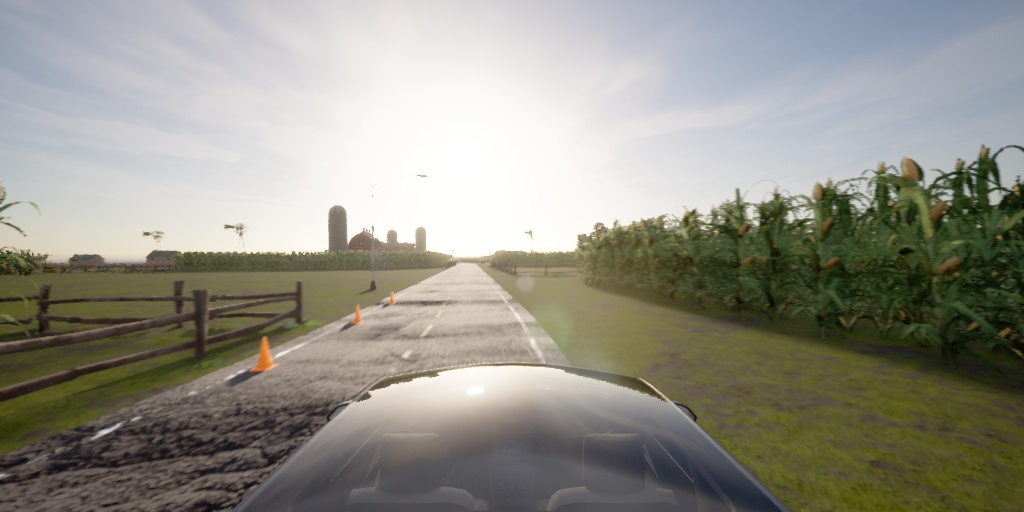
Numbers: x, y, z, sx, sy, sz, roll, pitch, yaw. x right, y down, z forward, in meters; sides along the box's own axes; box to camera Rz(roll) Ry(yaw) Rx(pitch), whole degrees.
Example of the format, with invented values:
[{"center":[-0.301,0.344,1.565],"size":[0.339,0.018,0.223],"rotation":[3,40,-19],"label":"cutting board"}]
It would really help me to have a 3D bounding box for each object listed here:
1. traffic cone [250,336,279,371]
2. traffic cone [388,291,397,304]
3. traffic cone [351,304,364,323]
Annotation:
[{"center":[-4.646,1.812,6.742],"size":[0.340,0.580,0.340],"rotation":[0,0,-3],"label":"traffic cone"},{"center":[-5.521,1.885,16.528],"size":[0.340,0.580,0.340],"rotation":[0,0,-7],"label":"traffic cone"},{"center":[-4.981,1.848,11.610],"size":[0.340,0.580,0.340],"rotation":[0,0,-5],"label":"traffic cone"}]
